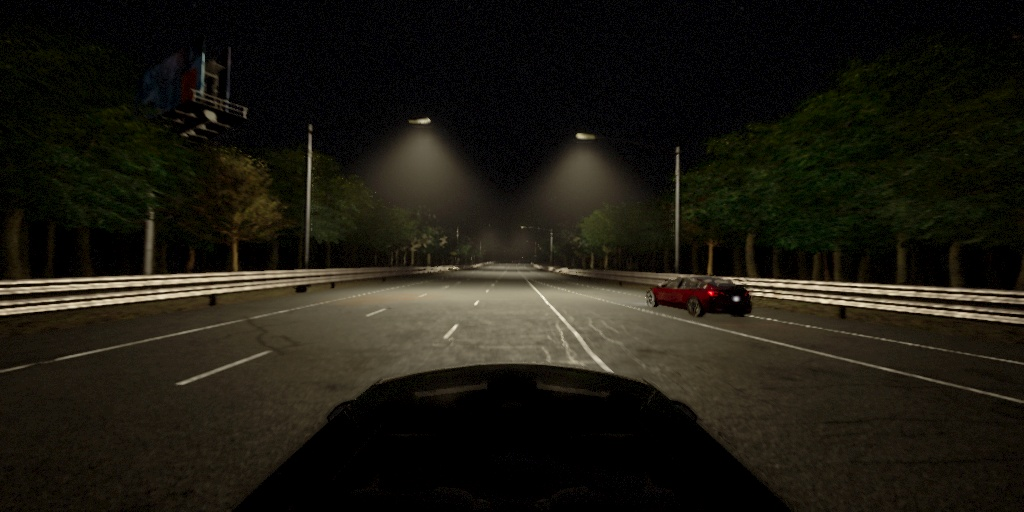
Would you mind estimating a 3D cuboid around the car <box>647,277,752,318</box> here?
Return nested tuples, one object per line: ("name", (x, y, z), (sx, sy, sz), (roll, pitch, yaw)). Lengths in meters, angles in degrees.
("car", (7.477, 1.579, 14.814), (2.163, 1.488, 4.792), (1, -1, -9))
